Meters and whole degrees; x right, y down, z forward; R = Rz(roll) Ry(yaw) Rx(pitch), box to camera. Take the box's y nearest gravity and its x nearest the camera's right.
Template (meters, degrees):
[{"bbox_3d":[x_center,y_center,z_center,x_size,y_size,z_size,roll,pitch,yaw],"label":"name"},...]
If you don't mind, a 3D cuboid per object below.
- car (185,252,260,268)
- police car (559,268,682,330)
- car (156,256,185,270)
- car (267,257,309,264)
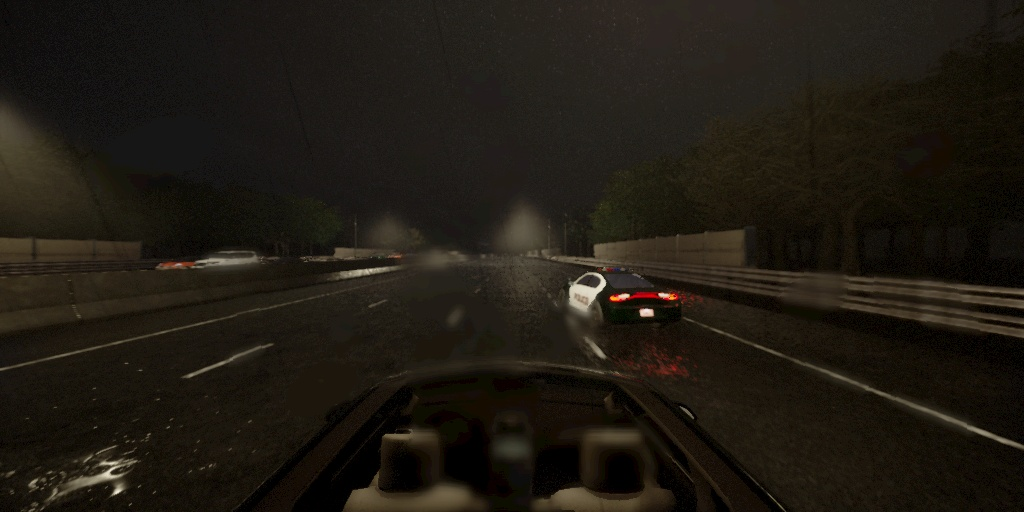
[{"bbox_3d":[-24.528,0.645,31.123,2.150,2.045,5.566,0,0,1],"label":"car"},{"bbox_3d":[2.870,1.154,10.912,2.038,1.542,4.974,0,0,-8],"label":"police car"},{"bbox_3d":[-28.038,0.772,31.166,2.097,1.767,4.553,0,1,1],"label":"car"},{"bbox_3d":[-21.035,0.874,33.598,1.882,1.535,5.008,0,0,0],"label":"car"}]
